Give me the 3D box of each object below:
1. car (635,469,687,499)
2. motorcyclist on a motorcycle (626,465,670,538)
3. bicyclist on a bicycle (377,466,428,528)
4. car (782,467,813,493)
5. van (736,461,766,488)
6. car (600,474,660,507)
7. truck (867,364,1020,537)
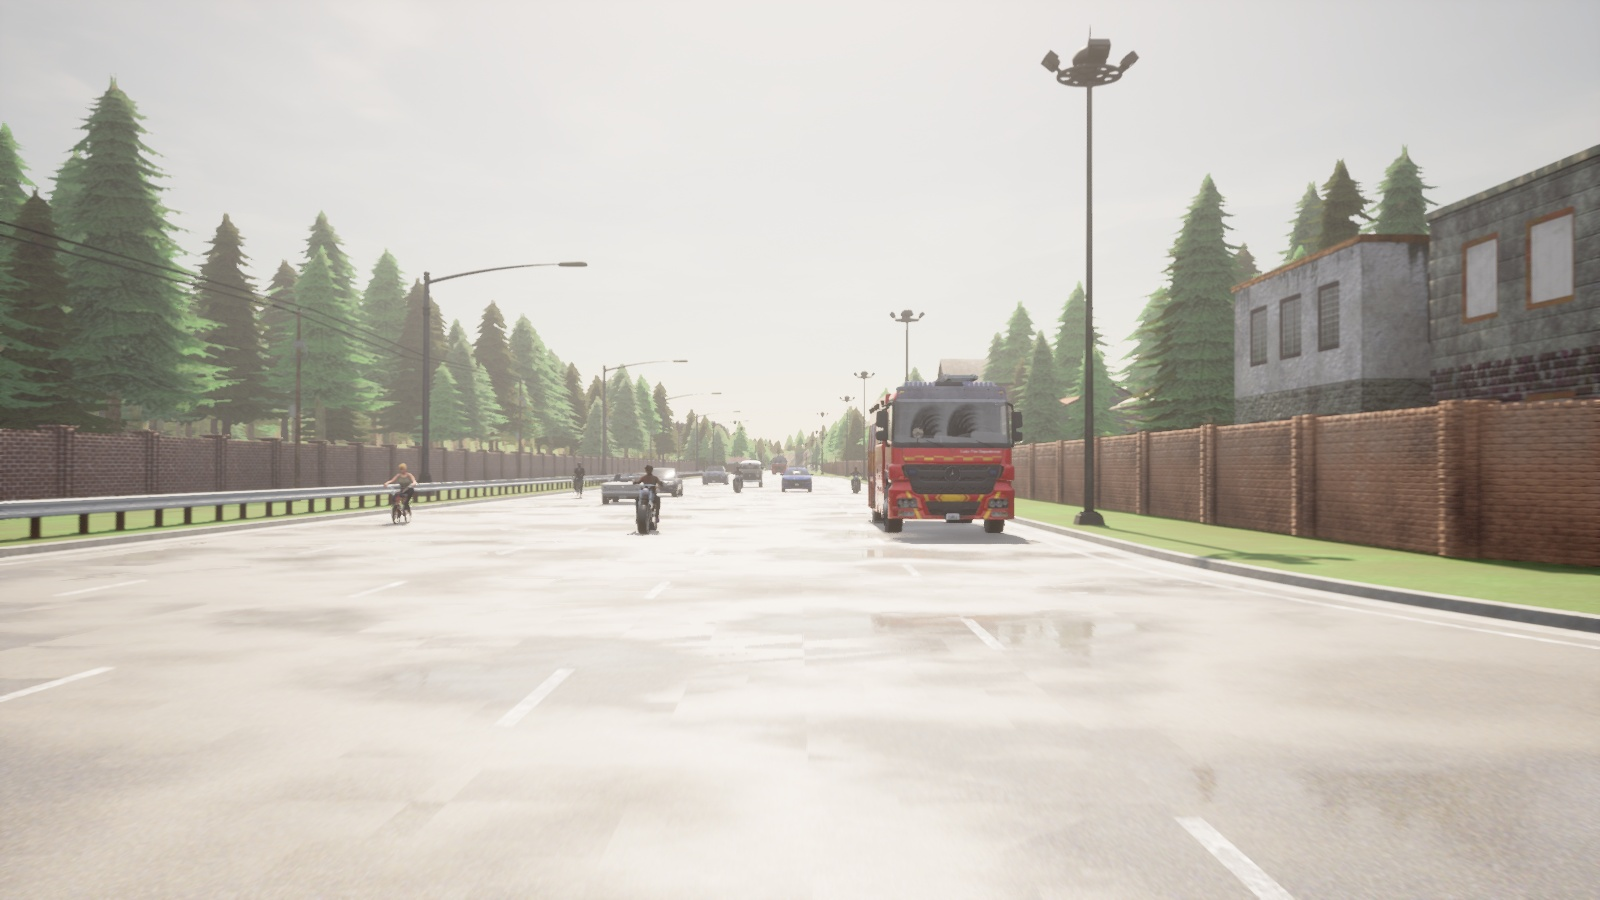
[{"bbox_3d":[-7.154,1.731,65.182,2.163,1.488,4.792,0,-1,0],"label":"car"},{"bbox_3d":[-3.571,1.181,29.702,0.766,1.649,2.350,0,-1,0],"label":"motorcyclist on a motorcycle"},{"bbox_3d":[-10.575,1.247,33.470,0.866,1.612,1.509,0,-1,0],"label":"bicyclist on a bicycle"},{"bbox_3d":[-0.187,1.869,78.915,1.882,1.535,5.008,0,-1,0],"label":"car"},{"bbox_3d":[-3.728,1.861,95.888,2.069,2.038,4.480,0,-1,0],"label":"van"},{"bbox_3d":[-7.125,1.663,52.920,1.895,1.301,4.718,0,-1,0],"label":"car"},{"bbox_3d":[3.420,0.071,32.133,2.891,3.827,8.468,0,-1,0],"label":"truck"}]
